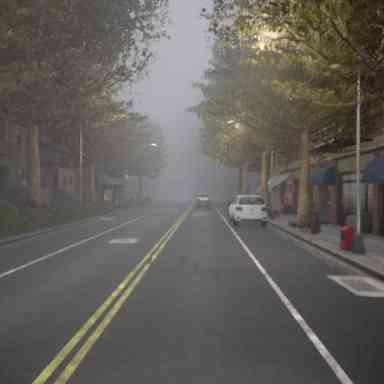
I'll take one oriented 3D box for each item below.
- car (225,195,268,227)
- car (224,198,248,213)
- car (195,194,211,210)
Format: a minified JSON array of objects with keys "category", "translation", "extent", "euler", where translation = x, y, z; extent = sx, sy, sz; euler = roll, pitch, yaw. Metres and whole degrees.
[{"category":"car","translation":[3.799,1.218,23.215],"extent":[2.435,2.045,5.566],"euler":[0,0,2]},{"category":"car","translation":[4.864,1.454,37.553],"extent":[2.231,1.521,4.892],"euler":[0,0,2]},{"category":"car","translation":[1.458,1.429,42.027],"extent":[2.128,1.511,4.902],"euler":[0,0,2]}]
